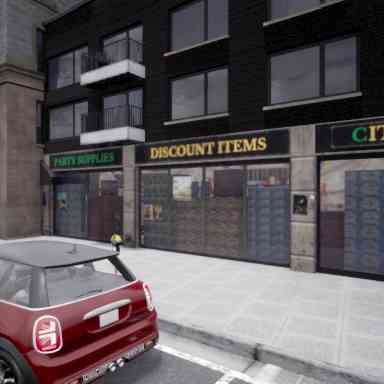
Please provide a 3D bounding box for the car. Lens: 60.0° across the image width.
[{"bbox_3d":[-2.509,1.440,4.872,4.097,1.590,1.967,0,0,36],"label":"car"}]
